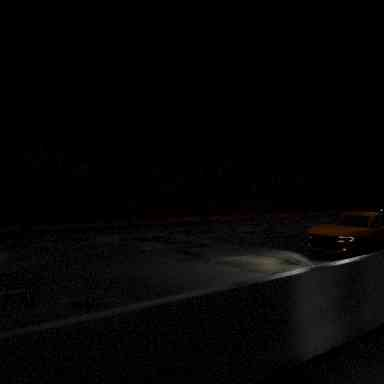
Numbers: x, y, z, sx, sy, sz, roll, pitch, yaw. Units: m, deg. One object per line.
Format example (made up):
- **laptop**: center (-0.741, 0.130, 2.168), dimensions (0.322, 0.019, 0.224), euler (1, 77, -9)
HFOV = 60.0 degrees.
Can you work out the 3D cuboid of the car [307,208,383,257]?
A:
- **car**: center (6.489, 1.508, 12.840), dimensions (5.008, 1.535, 1.882), euler (0, 0, -35)
